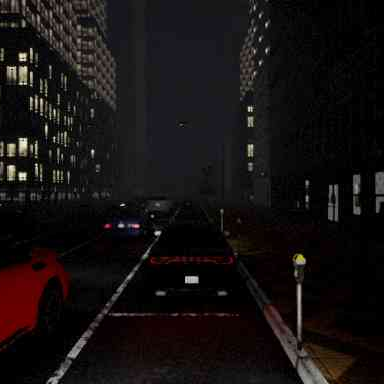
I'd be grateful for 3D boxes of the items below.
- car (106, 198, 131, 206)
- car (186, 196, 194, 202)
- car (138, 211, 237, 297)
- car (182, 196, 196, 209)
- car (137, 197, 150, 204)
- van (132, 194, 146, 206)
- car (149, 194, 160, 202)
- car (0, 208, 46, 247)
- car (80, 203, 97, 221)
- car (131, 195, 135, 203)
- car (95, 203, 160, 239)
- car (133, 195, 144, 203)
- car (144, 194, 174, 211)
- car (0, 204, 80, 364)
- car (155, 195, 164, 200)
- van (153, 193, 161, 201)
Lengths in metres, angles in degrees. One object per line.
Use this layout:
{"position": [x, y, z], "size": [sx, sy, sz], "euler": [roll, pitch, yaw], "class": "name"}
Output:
{"position": [-8.833, 1.537, 38.569], "size": [2.008, 1.369, 4.403], "euler": [0, 0, 0], "class": "car"}
{"position": [-0.452, 1.533, 78.399], "size": [1.802, 1.307, 4.206], "euler": [0, 0, 0], "class": "car"}
{"position": [-0.006, 1.477, 8.649], "size": [1.882, 1.535, 5.008], "euler": [0, 0, 0], "class": "car"}
{"position": [-0.452, 1.548, 44.248], "size": [1.947, 1.339, 4.313], "euler": [0, 0, 0], "class": "car"}
{"position": [-8.832, 1.551, 61.338], "size": [1.802, 1.307, 4.206], "euler": [0, 0, 0], "class": "car"}
{"position": [-8.832, 1.315, 55.646], "size": [1.690, 1.788, 3.998], "euler": [0, 0, 0], "class": "van"}
{"position": [-8.832, 1.391, 78.413], "size": [1.967, 1.590, 4.097], "euler": [0, 0, 0], "class": "car"}
{"position": [-8.833, 1.563, 15.800], "size": [1.947, 1.339, 4.313], "euler": [0, 0, 0], "class": "car"}
{"position": [-8.832, 1.575, 27.183], "size": [1.802, 1.307, 4.206], "euler": [0, 0, 0], "class": "car"}
{"position": [-8.833, 1.523, 49.953], "size": [1.887, 1.381, 4.507], "euler": [0, 0, 0], "class": "car"}
{"position": [-3.118, 1.545, 17.250], "size": [2.033, 1.411, 5.357], "euler": [0, 0, 0], "class": "car"}
{"position": [-6.190, 1.488, 44.176], "size": [1.837, 1.490, 4.892], "euler": [0, 0, 0], "class": "car"}
{"position": [-3.108, 1.212, 33.261], "size": [2.150, 2.045, 5.566], "euler": [0, 0, 1], "class": "car"}
{"position": [-3.145, 1.223, 3.231], "size": [2.150, 2.045, 5.566], "euler": [0, 0, 0], "class": "car"}
{"position": [-8.832, 1.504, 89.799], "size": [1.947, 1.339, 4.313], "euler": [0, 0, 0], "class": "car"}
{"position": [-8.831, 1.286, 84.106], "size": [1.690, 1.788, 3.998], "euler": [0, 0, 0], "class": "van"}
